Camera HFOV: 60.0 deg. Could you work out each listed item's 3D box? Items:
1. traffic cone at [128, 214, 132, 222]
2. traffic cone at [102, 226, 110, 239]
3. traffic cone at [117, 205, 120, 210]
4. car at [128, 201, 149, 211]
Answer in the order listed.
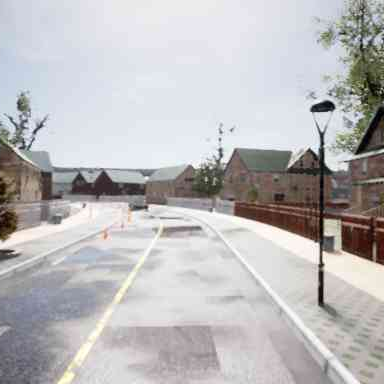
[{"bbox_3d":[-4.956,2.052,26.293,0.340,0.580,0.340,1,0,-8],"label":"traffic cone"},{"bbox_3d":[-4.291,2.009,16.587,0.340,0.580,0.340,1,0,-1],"label":"traffic cone"},{"bbox_3d":[-9.941,2.084,44.943,0.340,0.580,0.340,1,0,-22],"label":"traffic cone"},{"bbox_3d":[-6.905,1.761,42.900,1.895,1.301,4.718,1,0,-21],"label":"car"}]
